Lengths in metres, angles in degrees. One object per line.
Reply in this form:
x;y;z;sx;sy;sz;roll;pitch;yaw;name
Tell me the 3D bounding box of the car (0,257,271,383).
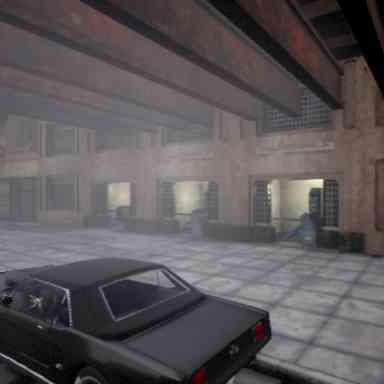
-1.498;1.591;4.518;4.718;1.301;1.895;0;0;35;car
